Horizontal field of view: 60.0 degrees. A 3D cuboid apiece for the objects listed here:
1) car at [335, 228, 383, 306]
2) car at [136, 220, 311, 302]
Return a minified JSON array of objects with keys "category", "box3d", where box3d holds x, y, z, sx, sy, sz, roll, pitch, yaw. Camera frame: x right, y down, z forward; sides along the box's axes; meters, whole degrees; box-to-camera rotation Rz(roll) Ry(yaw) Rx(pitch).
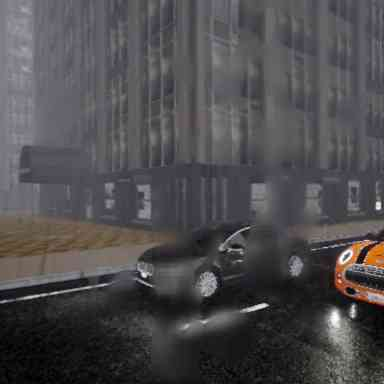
[{"category":"car","box3d":[5.212,1.344,7.406,4.553,1.767,2.097,0,0,-36]},{"category":"car","box3d":[0.978,1.501,8.377,4.892,1.490,1.837,0,0,-36]}]
